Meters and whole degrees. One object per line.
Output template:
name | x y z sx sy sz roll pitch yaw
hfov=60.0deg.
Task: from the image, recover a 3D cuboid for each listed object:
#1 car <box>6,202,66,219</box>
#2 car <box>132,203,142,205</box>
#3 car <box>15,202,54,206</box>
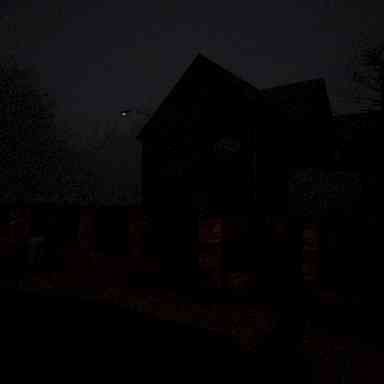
car | -14.496 1.673 31.146 1.895 1.301 4.718 0 0 35
car | -5.724 1.722 43.528 1.895 1.301 4.718 0 0 35
car | -13.378 1.565 27.107 1.837 1.490 4.892 0 0 35
